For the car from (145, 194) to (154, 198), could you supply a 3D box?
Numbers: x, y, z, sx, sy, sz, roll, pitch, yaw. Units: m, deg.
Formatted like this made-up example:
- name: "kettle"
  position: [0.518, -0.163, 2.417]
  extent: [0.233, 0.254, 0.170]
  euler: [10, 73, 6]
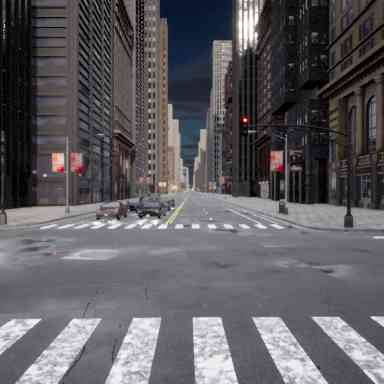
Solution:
- name: "car"
  position: [-6.696, 1.470, 47.395]
  extent: [1.837, 1.490, 4.892]
  euler: [0, 0, 0]

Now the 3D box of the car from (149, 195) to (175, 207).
- name: "car"
  position: [-3.426, 1.466, 39.222]
  extent: [2.128, 1.511, 4.902]
  euler: [0, 0, 0]

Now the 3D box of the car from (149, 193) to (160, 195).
- name: "car"
  position: [-6.680, 1.170, 57.844]
  extent: [2.150, 2.045, 5.566]
  euler: [0, 0, 1]

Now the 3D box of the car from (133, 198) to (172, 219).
- name: "car"
  position: [-3.383, 1.531, 29.483]
  extent: [2.033, 1.411, 5.357]
  euler: [0, 0, 4]

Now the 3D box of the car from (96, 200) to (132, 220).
- name: "car"
  position: [-6.655, 1.510, 28.047]
  extent: [1.812, 1.442, 4.674]
  euler: [0, 0, 0]

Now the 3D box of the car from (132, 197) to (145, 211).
- name: "car"
  position: [-6.675, 1.577, 37.155]
  extent: [1.895, 1.301, 4.718]
  euler: [0, 0, 0]

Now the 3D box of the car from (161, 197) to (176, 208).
- name: "car"
  position: [-3.455, 1.510, 49.774]
  extent: [2.033, 1.411, 5.357]
  euler: [0, 0, 0]
